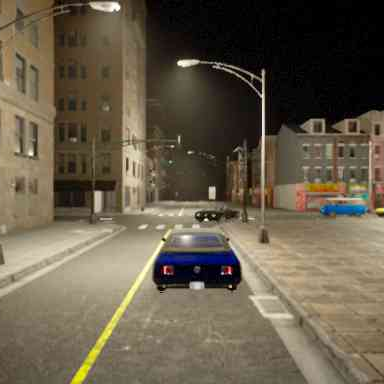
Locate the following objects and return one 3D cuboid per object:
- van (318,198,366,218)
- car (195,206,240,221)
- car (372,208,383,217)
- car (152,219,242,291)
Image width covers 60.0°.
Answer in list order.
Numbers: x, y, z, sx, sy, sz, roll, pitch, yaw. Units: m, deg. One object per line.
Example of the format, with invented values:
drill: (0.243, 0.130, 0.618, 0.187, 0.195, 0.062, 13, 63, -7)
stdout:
van: (13.769, 1.472, 30.601, 3.998, 1.788, 1.690, 0, 0, 0)
car: (2.143, 1.718, 25.842, 1.895, 1.301, 4.718, 0, 0, 29)
car: (19.211, 1.652, 30.586, 4.829, 1.417, 1.752, 0, 0, 0)
car: (0.105, 1.641, 9.044, 1.895, 1.301, 4.718, 0, 0, 0)
